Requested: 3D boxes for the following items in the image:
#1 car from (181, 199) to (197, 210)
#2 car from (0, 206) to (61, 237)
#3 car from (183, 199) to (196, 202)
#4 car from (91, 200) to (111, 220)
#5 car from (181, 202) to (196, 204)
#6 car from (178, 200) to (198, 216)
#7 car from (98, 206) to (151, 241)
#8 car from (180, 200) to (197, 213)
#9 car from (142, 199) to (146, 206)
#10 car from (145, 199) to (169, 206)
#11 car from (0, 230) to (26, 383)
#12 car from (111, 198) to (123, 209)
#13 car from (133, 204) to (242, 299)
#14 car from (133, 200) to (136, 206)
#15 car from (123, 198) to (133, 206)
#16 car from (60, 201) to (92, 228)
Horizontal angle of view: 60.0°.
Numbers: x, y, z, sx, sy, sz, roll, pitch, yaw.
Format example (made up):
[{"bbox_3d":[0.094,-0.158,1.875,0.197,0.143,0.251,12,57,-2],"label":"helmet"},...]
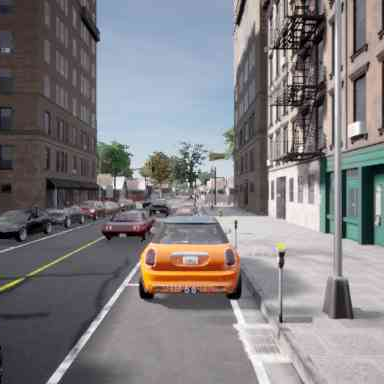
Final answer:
[{"bbox_3d":[-0.383,1.584,43.946,1.947,1.339,4.313,0,0,0],"label":"car"},{"bbox_3d":[-8.408,1.567,16.351,1.947,1.339,4.313,0,0,0],"label":"car"},{"bbox_3d":[-0.383,1.531,27.562,1.752,1.417,4.829,0,0,0],"label":"car"},{"bbox_3d":[-8.408,1.446,27.388,1.967,1.590,4.097,0,0,0],"label":"car"},{"bbox_3d":[-0.383,1.584,21.873,1.802,1.307,4.206,0,0,0],"label":"car"},{"bbox_3d":[-0.383,1.554,32.910,1.887,1.381,4.507,0,0,0],"label":"car"},{"bbox_3d":[-3.000,1.602,16.742,1.895,1.301,4.718,0,0,0],"label":"car"},{"bbox_3d":[-0.383,1.596,38.428,1.802,1.307,4.206,0,0,0],"label":"car"},{"bbox_3d":[-5.790,1.621,46.294,1.895,1.301,4.718,0,0,1],"label":"car"},{"bbox_3d":[-2.999,1.516,31.995,1.837,1.490,4.892,0,1,0],"label":"car"},{"bbox_3d":[-3.020,1.351,1.621,2.097,1.767,4.553,0,0,0],"label":"car"},{"bbox_3d":[-8.408,1.535,32.737,1.752,1.417,4.829,0,0,0],"label":"car"},{"bbox_3d":[-0.033,1.353,8.620,2.097,1.767,4.553,0,0,0],"label":"car"},{"bbox_3d":[-8.408,1.600,43.945,1.802,1.307,4.206,0,0,0],"label":"car"},{"bbox_3d":[-8.408,1.454,38.426,1.967,1.590,4.097,0,0,0],"label":"car"},{"bbox_3d":[-8.408,1.553,21.869,2.008,1.369,4.403,0,0,0],"label":"car"}]
